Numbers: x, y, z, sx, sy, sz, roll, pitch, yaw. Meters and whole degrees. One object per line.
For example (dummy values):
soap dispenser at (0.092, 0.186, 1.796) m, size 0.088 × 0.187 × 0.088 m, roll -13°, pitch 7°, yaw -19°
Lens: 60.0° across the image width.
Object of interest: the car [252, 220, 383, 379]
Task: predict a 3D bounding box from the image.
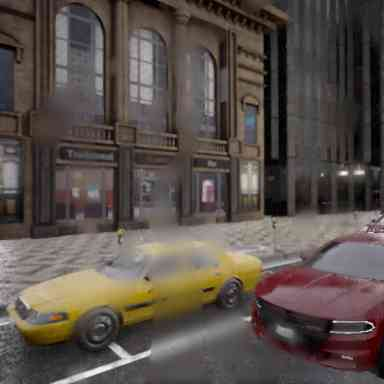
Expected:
car at (3.147, 1.487, 5.704) m, size 5.008 × 1.535 × 1.882 m, roll 0°, pitch 0°, yaw -38°

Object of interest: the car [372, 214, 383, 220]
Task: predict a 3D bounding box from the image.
car at (8.331, 1.454, 13.196) m, size 4.097 × 1.590 × 1.967 m, roll 0°, pitch 0°, yaw -38°

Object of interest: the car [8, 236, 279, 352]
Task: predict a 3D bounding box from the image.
car at (-0.670, 1.560, 6.243) m, size 4.829 × 1.417 × 1.752 m, roll 0°, pitch 0°, yaw -38°
